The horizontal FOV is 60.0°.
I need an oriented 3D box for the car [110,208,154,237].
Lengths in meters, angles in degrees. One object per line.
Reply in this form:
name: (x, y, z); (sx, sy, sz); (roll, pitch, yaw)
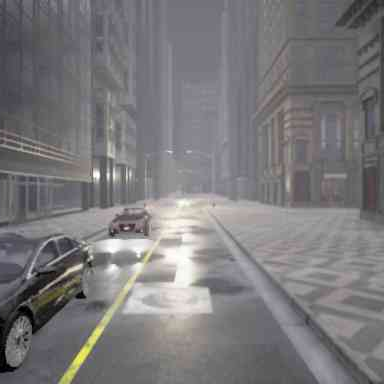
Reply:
car: (-3.169, 1.566, 18.038); (1.994, 1.385, 4.181); (0, 0, -1)

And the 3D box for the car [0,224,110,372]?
car: (-3.122, 1.504, 5.734); (2.128, 1.511, 4.902); (0, 0, -1)
